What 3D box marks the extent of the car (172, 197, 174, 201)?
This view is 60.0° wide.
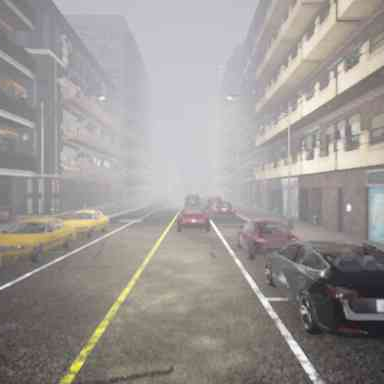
[{"bbox_3d":[-5.722,1.790,74.596,1.947,1.339,4.313,-1,0,0],"label":"car"}]

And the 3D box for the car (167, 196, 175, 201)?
[{"bbox_3d":[-5.727,1.805,91.417,1.752,1.417,4.829,-1,0,0],"label":"car"}]

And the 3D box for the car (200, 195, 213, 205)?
[{"bbox_3d":[2.658,1.502,63.238,2.192,1.841,5.009,-1,0,0],"label":"car"}]

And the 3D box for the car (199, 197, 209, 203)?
[{"bbox_3d":[2.658,1.789,74.565,1.947,1.339,4.313,-1,0,0],"label":"car"}]

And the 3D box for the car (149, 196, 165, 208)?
[{"bbox_3d":[-5.716,1.677,51.771,1.752,1.417,4.829,-1,0,0],"label":"car"}]

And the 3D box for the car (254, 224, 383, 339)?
[{"bbox_3d":[2.678,1.585,6.599,1.947,1.339,4.313,-1,0,0],"label":"car"}]

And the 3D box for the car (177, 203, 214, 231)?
[{"bbox_3d":[0.094,1.622,20.955,1.994,1.385,4.181,0,0,0],"label":"car"}]

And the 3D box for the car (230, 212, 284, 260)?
[{"bbox_3d":[2.677,1.616,12.264,1.802,1.307,4.206,-1,0,0],"label":"car"}]

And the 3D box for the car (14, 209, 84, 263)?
[{"bbox_3d":[-5.704,1.560,12.124,1.752,1.417,4.829,-1,0,0],"label":"car"}]

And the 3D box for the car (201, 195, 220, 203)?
[{"bbox_3d":[2.664,1.431,40.583,2.192,1.841,5.009,-1,0,0],"label":"car"}]

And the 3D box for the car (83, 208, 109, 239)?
[{"bbox_3d":[-5.706,1.576,17.788,1.752,1.417,4.829,-1,0,0],"label":"car"}]

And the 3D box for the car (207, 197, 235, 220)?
[{"bbox_3d":[2.670,1.522,29.255,1.967,1.590,4.097,-1,0,0],"label":"car"}]

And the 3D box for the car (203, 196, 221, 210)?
[{"bbox_3d":[2.663,1.449,46.247,2.192,1.841,5.009,-1,0,0],"label":"car"}]

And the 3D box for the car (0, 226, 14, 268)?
[{"bbox_3d":[-5.703,1.544,6.460,1.752,1.417,4.829,-1,0,0],"label":"car"}]

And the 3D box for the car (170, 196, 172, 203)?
[{"bbox_3d":[-5.722,1.646,68.933,1.967,1.590,4.097,-1,0,0],"label":"car"}]

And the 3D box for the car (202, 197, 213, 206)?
[{"bbox_3d":[2.662,1.695,57.744,1.752,1.417,4.829,-1,0,0],"label":"car"}]

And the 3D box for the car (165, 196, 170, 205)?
[{"bbox_3d":[-5.719,1.713,63.098,1.752,1.417,4.829,-1,0,0],"label":"car"}]

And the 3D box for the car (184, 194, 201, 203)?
[{"bbox_3d":[0.088,1.349,44.575,2.150,2.045,5.566,0,0,0],"label":"car"}]
